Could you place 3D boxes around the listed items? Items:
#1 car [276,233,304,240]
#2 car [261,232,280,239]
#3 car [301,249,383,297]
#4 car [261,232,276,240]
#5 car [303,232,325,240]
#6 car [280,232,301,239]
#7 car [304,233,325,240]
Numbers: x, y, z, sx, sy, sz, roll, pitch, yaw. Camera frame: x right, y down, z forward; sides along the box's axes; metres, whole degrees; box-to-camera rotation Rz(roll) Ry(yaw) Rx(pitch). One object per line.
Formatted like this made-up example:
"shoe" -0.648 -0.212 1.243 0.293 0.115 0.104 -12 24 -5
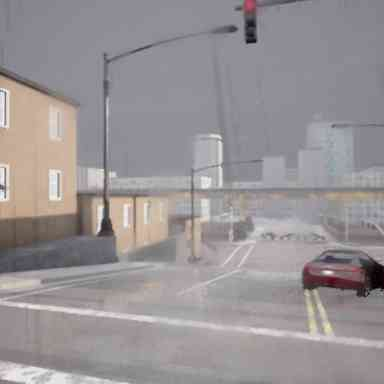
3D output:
"car" 23.434 10.550 79.270 4.974 1.542 2.038 0 -1 -19
"car" 18.996 10.449 80.653 1.853 1.218 4.536 0 -1 -29
"car" 5.464 2.733 11.705 1.994 1.385 4.181 -5 -12 40
"car" 19.023 10.605 80.605 2.038 1.542 4.974 0 -1 -29
"car" 28.759 10.339 78.498 1.853 1.218 4.536 0 -1 -44
"car" 23.481 10.393 79.290 4.536 1.218 1.853 0 -1 -19
"car" 28.797 10.496 78.459 2.038 1.542 4.974 0 -1 -44
